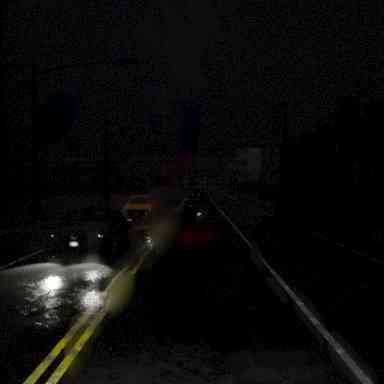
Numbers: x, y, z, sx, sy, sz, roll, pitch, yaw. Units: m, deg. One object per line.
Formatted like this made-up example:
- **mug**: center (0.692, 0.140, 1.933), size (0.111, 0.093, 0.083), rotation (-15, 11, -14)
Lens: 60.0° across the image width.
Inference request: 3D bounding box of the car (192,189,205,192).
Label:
- **car**: center (0.812, 0.380, 40.921), size (2.097, 1.767, 4.553), rotation (0, 1, 1)

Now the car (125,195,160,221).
- **car**: center (-3.212, 0.956, 21.767), size (1.882, 1.535, 5.008), rotation (0, 1, 1)

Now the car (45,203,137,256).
- **car**: center (-3.408, 1.282, 11.659), size (1.994, 1.385, 4.181), rotation (0, 1, 1)

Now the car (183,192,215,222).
- **car**: center (0.466, 0.983, 21.291), size (2.128, 1.511, 4.902), rotation (0, 1, 1)
